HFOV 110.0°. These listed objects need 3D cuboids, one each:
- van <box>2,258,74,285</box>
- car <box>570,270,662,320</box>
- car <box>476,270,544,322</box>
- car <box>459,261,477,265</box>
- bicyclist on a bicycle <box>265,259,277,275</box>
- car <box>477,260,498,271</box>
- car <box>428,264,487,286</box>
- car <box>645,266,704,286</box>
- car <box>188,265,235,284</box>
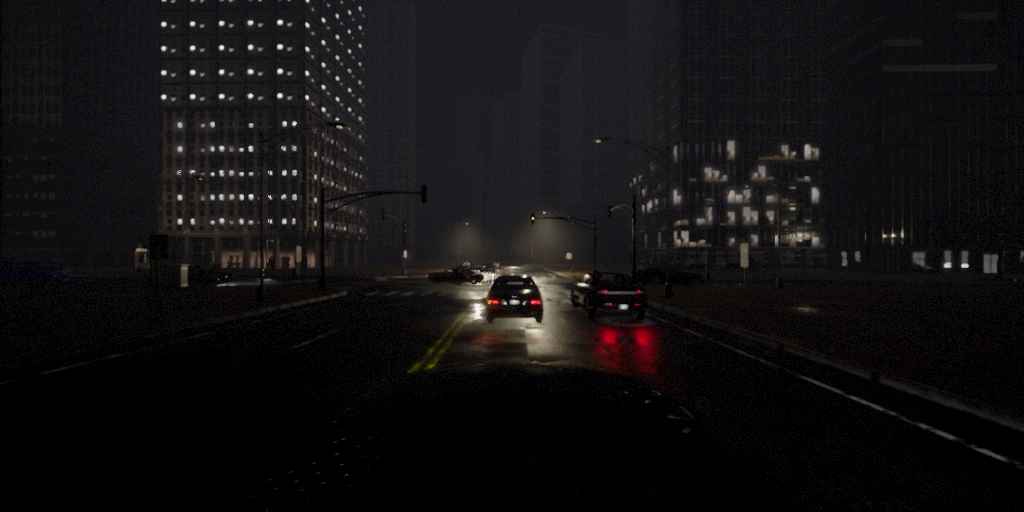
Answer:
[{"bbox_3d":[-33.930,1.163,25.647,3.998,1.789,1.690,0,0,1],"label":"van"},{"bbox_3d":[3.349,1.334,13.154,2.128,1.511,4.902,0,-1,0],"label":"car"},{"bbox_3d":[0.102,1.386,12.725,2.033,1.411,5.357,0,-1,1],"label":"car"},{"bbox_3d":[-6.573,1.605,49.787,2.128,1.511,4.902,0,0,0],"label":"car"},{"bbox_3d":[-24.698,1.165,36.744,0.582,1.620,1.656,0,0,1],"label":"bicyclist on a bicycle"},{"bbox_3d":[-3.324,1.620,50.026,1.837,1.490,4.892,0,0,0],"label":"car"},{"bbox_3d":[-4.485,1.557,27.805,4.718,1.301,1.895,0,0,41],"label":"car"},{"bbox_3d":[12.085,1.507,27.570,5.008,1.535,1.882,0,-1,-2],"label":"car"},{"bbox_3d":[-24.251,1.429,27.996,4.181,1.385,1.994,0,0,1],"label":"car"}]
